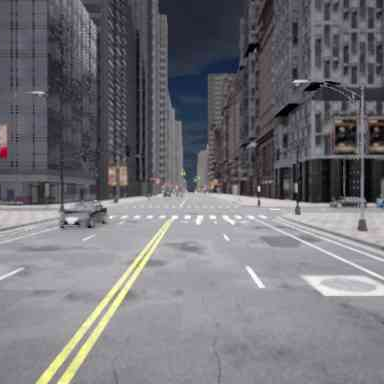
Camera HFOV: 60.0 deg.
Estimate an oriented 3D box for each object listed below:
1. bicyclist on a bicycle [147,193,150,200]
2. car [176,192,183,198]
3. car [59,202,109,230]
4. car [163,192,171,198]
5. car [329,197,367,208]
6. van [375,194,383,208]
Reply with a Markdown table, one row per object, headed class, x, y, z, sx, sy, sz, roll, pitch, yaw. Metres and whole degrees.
| class | x | y | z | sx | sy | sz | roll | pitch | yaw |
| --- | --- | --- | --- | --- | --- | --- | --- | --- | --- |
| bicyclist on a bicycle | -8.738 | 1.041 | 67.176 | 0.659 | 1.776 | 1.843 | 0 | 0 | 0 |
| car | -3.245 | 0.726 | 87.312 | 2.128 | 1.511 | 4.902 | 0 | 0 | 0 |
| car | -6.538 | 1.384 | 20.516 | 2.128 | 1.511 | 4.902 | 0 | 0 | 1 |
| car | -6.495 | 0.679 | 87.312 | 1.882 | 1.535 | 5.008 | 0 | 0 | 0 |
| car | 19.128 | 1.300 | 40.842 | 4.403 | 1.369 | 2.008 | 0 | 0 | 0 |
| van | 24.746 | 1.079 | 40.816 | 3.998 | 1.788 | 1.690 | 0 | 0 | 0 |
